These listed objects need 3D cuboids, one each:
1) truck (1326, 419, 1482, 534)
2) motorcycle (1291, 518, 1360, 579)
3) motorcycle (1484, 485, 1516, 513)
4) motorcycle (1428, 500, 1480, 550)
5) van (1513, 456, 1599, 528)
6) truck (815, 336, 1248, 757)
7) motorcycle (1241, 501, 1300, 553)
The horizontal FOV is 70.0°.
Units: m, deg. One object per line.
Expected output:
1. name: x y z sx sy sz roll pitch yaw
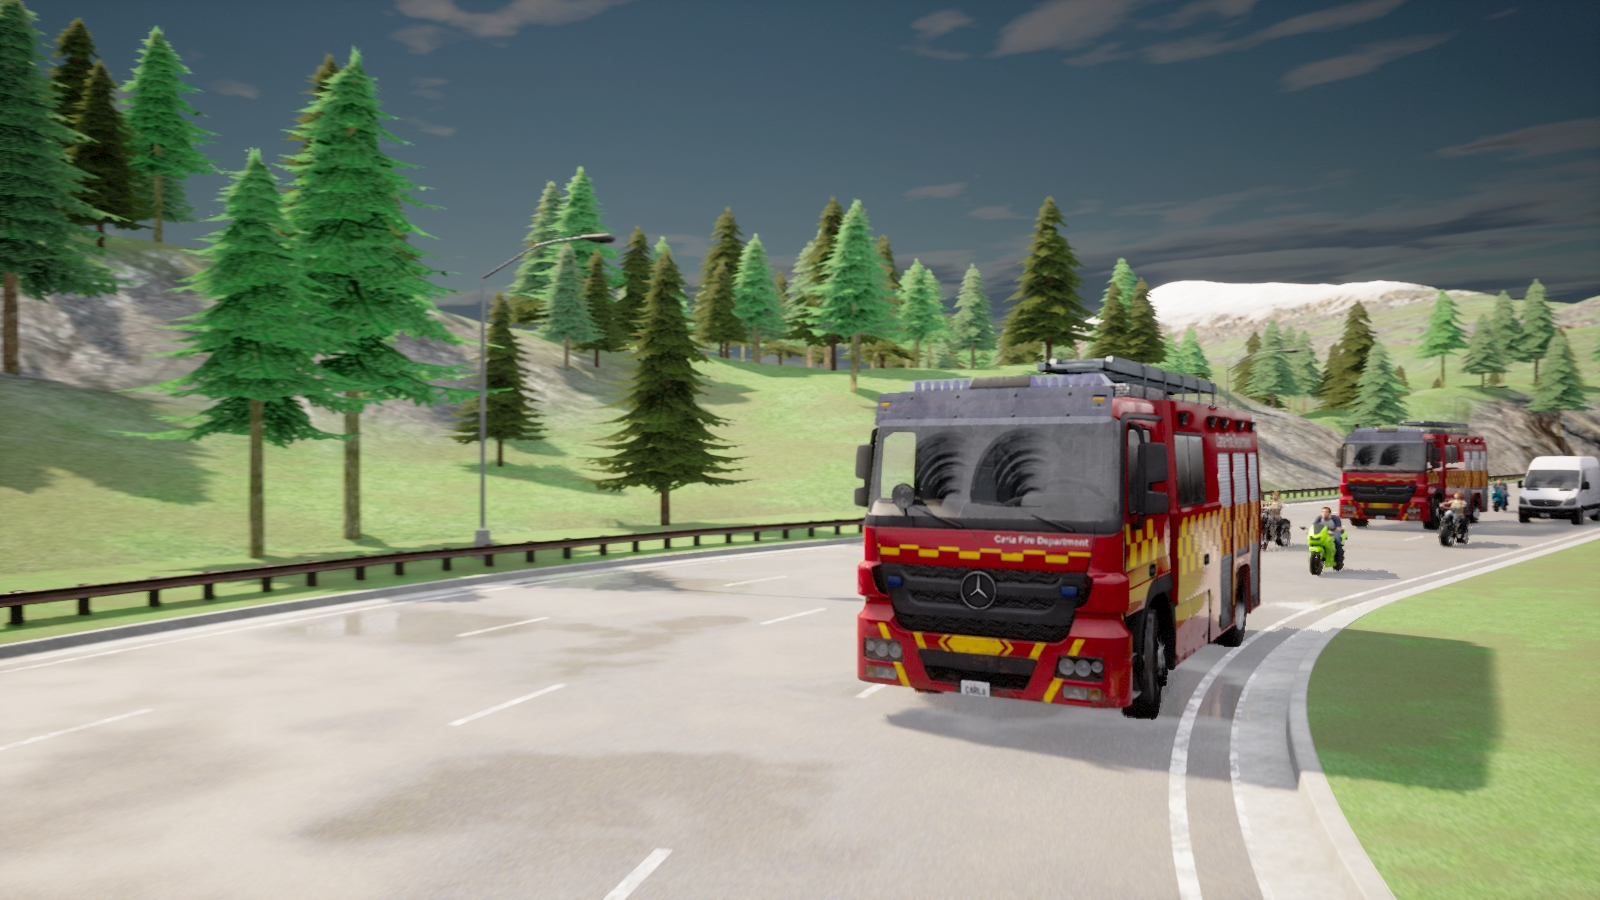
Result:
1. truck: 22.532 0.885 42.352 2.891 3.827 8.468 0 0 44
2. motorcycle: 11.843 2.181 25.724 0.803 1.199 2.033 1 0 43
3. motorcycle: 31.334 2.182 51.155 0.803 1.199 2.033 0 0 44
4. motorcycle: 19.064 2.151 33.291 0.764 1.307 2.356 0 0 44
5. van: 29.386 1.532 44.122 1.988 2.561 5.915 0 0 44
6. truck: 3.549 0.886 14.787 2.891 3.827 8.468 0 0 30
7. motorcycle: 13.344 2.148 32.365 0.764 1.307 2.356 0 0 44
